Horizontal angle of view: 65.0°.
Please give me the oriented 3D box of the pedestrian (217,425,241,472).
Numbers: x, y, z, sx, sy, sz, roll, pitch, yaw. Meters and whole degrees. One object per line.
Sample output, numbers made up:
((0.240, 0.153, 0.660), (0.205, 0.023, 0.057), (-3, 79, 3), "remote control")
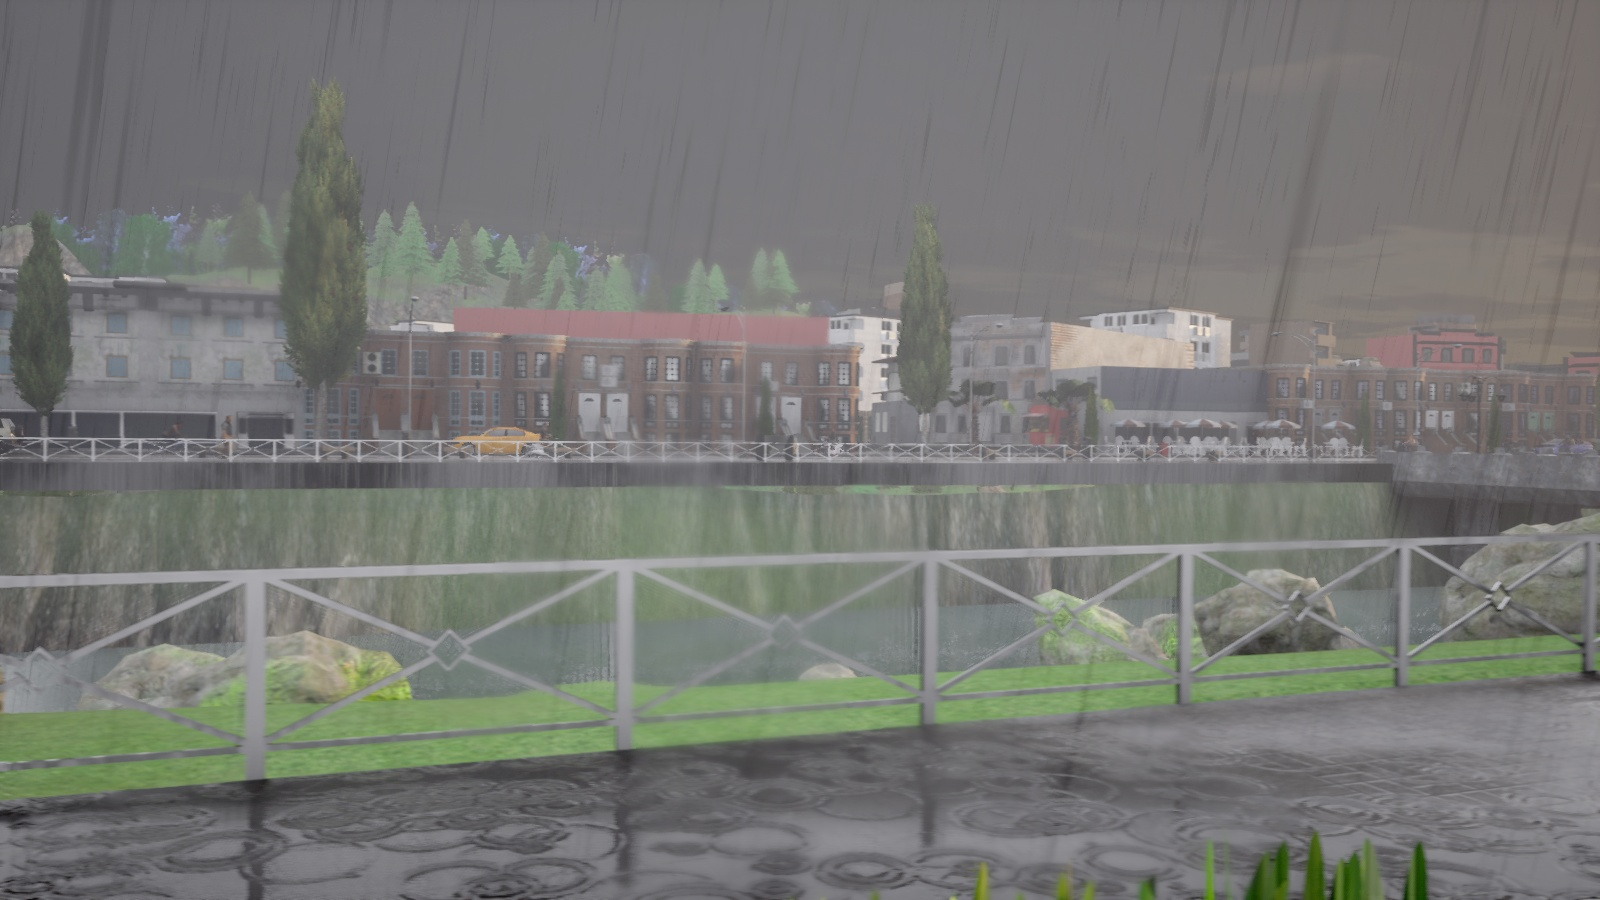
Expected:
((-22.539, -0.055, 49.579), (0.694, 1.848, 0.540), (-1, 1, -5), "pedestrian")

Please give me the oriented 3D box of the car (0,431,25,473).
((-37.187, 0.112, 55.598), (4.605, 1.855, 1.932), (-1, 1, -21), "car")

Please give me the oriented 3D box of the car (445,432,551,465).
((-15.364, -0.098, 63.893), (5.008, 1.535, 1.882), (-1, 1, -21), "car")
